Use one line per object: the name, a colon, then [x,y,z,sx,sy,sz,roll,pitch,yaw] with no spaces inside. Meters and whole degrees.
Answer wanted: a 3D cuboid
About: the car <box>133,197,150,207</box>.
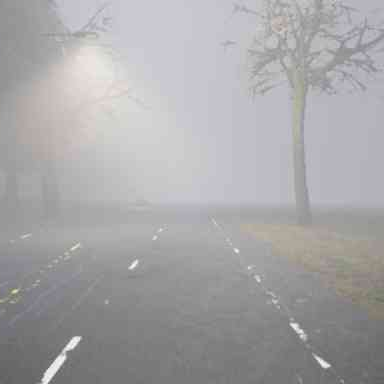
car: [-7.199,1.476,47.530,1.994,1.385,4.181,0,0,0]
